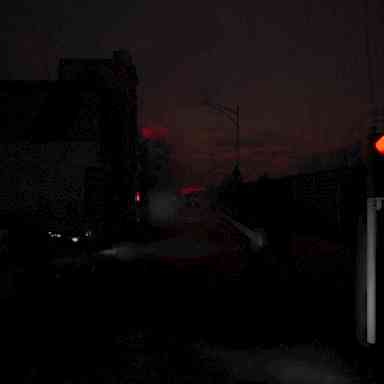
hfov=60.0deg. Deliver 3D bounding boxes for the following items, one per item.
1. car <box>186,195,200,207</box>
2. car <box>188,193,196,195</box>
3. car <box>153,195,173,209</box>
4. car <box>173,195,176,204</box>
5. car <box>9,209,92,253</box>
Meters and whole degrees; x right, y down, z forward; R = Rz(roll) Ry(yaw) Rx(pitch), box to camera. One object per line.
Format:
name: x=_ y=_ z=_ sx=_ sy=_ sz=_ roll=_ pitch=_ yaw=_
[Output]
car: x=0.077 y=1.526 z=51.088 sx=1.812 sy=1.442 sz=4.674 roll=0 pitch=0 yaw=0
car: x=-0.038 y=1.225 z=71.864 sx=2.150 sy=2.045 sz=5.566 roll=0 pitch=0 yaw=0
car: x=-4.119 y=1.491 z=44.361 sx=2.128 sy=1.511 sz=4.902 roll=0 pitch=0 yaw=0
car: x=-4.118 y=1.601 z=53.645 sx=1.895 sy=1.301 sz=4.718 roll=0 pitch=0 yaw=0
car: x=-5.973 y=1.506 z=13.820 sx=4.892 sy=1.490 sz=1.837 roll=0 pitch=-3 yaw=44
